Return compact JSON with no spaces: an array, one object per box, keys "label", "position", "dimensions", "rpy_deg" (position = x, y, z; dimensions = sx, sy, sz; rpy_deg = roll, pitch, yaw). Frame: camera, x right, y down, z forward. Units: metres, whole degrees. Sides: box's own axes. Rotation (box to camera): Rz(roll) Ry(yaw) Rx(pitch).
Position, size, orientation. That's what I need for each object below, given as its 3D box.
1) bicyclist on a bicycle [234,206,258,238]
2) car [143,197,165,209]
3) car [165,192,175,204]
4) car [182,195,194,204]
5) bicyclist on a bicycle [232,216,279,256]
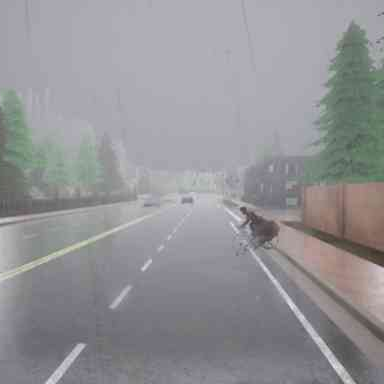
[{"label":"bicyclist on a bicycle","position":[2.086,1.278,11.533],"dimensions":[1.656,1.620,0.582],"rpy_deg":[-10,-10,-2]},{"label":"car","position":[-5.146,1.455,43.962],"dimensions":[1.994,1.385,4.181],"rpy_deg":[0,0,3]},{"label":"car","position":[-4.269,1.325,61.961],"dimensions":[1.882,1.535,5.008],"rpy_deg":[0,0,3]},{"label":"car","position":[-0.731,1.332,59.439],"dimensions":[1.882,1.535,5.008],"rpy_deg":[0,0,3]},{"label":"bicyclist on a bicycle","position":[2.174,1.376,10.287],"dimensions":[1.656,0.582,1.620],"rpy_deg":[-16,-31,-39]}]
